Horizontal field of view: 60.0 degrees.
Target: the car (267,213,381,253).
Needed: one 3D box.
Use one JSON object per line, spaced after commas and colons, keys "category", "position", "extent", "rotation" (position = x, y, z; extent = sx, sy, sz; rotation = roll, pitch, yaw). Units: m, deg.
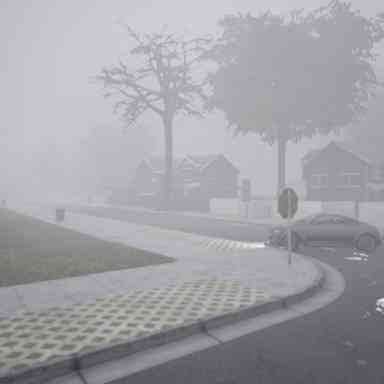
{"category": "car", "position": [5.179, 1.548, 13.378], "extent": [4.181, 1.385, 1.994], "rotation": [0, 0, 8]}
